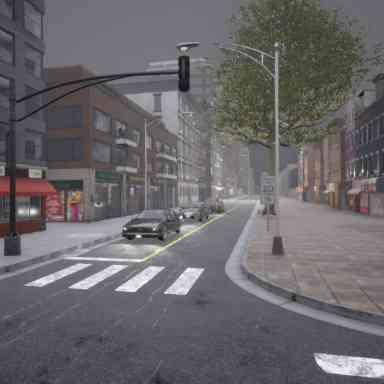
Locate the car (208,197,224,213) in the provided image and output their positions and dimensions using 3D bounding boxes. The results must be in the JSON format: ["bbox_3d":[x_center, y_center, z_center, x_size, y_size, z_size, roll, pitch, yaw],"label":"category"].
[{"bbox_3d":[2.307,1.347,36.497,2.097,1.767,4.553,0,0,12],"label":"car"}]

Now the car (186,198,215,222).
[{"bbox_3d":[0.225,1.492,26.753,2.128,1.511,4.902,0,0,12],"label":"car"}]

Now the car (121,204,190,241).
[{"bbox_3d":[-1.809,1.556,17.209,2.033,1.411,5.357,0,0,12],"label":"car"}]
